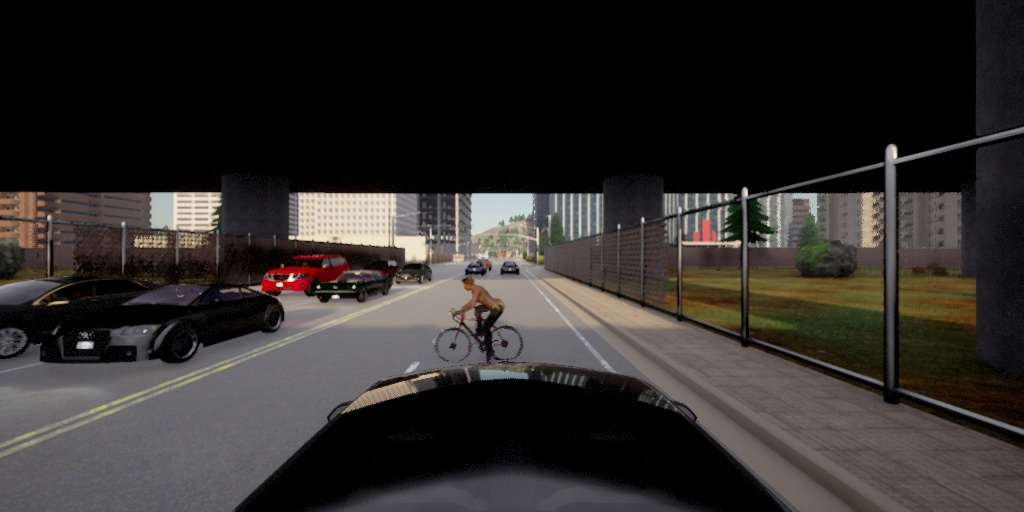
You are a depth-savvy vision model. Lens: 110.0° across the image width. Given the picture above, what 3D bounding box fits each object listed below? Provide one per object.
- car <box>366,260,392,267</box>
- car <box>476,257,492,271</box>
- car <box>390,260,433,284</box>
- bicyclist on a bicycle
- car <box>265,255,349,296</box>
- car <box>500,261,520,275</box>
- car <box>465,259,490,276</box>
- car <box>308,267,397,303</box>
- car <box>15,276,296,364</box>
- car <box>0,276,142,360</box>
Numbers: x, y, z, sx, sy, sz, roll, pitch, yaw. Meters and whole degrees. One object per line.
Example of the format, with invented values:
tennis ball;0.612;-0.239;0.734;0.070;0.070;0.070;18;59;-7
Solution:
car;-10.787;1.101;29.528;2.097;1.767;4.553;0;0;0
car;-3.833;1.102;48.685;2.097;1.767;4.553;0;0;0
car;-7.280;1.254;26.974;1.837;1.490;4.892;0;0;0
bicyclist on a bicycle;-0.631;1.200;6.707;1.656;1.620;0.582;-2;0;0
car;-10.739;0.971;19.281;2.150;2.045;5.566;0;0;-1
car;-0.223;1.313;38.419;1.994;1.385;4.181;0;0;-1
car;-3.719;1.312;37.411;1.994;1.385;4.181;0;0;0
car;-7.218;1.350;16.830;1.895;1.301;4.718;0;0;0
car;-7.139;1.314;7.988;1.994;1.385;4.181;0;0;0
car;-10.645;1.256;8.391;1.837;1.490;4.892;0;0;-1
